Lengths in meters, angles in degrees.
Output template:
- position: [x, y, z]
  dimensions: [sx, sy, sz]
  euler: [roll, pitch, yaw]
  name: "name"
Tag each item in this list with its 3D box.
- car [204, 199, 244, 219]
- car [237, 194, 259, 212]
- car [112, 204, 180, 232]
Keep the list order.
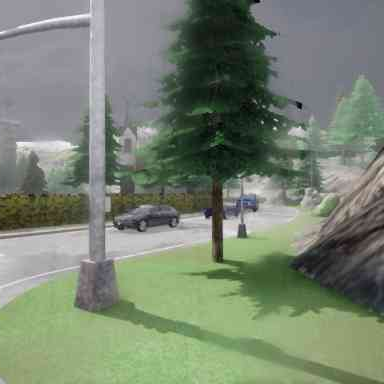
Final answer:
- position: [2.723, 1.601, 29.124]
  dimensions: [1.895, 1.301, 4.718]
  euler: [0, 0, 26]
  name: "car"
- position: [6.522, 1.221, 38.802]
  dimensions: [2.150, 2.045, 5.566]
  euler: [0, 0, 16]
  name: "car"
- position: [-2.655, 1.505, 20.337]
  dimensions: [1.837, 1.490, 4.892]
  euler: [0, 0, 35]
  name: "car"
